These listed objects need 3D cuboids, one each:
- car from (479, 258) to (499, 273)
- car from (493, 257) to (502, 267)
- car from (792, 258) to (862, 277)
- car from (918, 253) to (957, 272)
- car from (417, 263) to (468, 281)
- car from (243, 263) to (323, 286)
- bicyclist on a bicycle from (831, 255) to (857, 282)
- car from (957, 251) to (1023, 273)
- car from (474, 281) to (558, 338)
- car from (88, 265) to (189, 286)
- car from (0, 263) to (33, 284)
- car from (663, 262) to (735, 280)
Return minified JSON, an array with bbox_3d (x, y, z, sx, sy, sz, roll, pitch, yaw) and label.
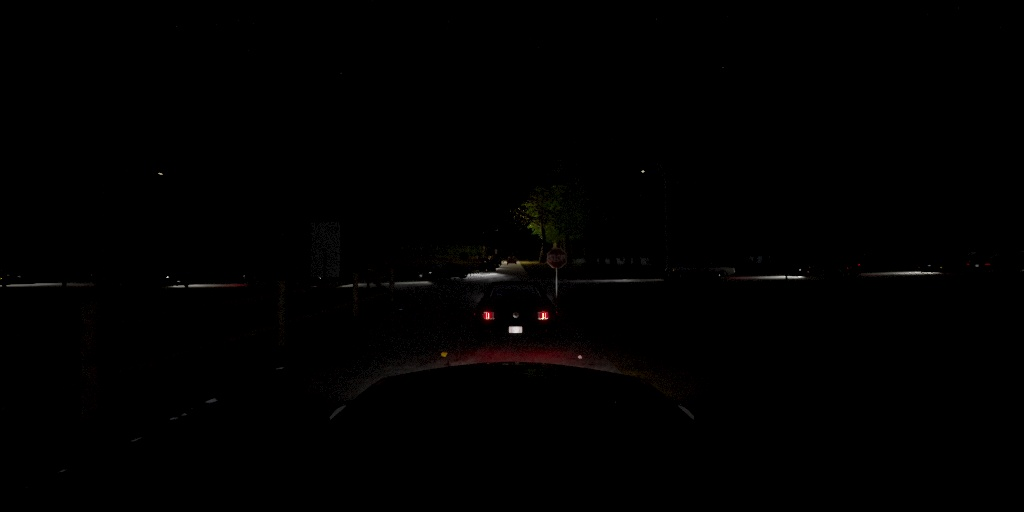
[{"bbox_3d":[-2.928,1.291,43.488,1.895,1.301,4.718,0,0,0],"label":"car"},{"bbox_3d":[-2.932,1.138,56.844,2.033,1.411,5.357,0,1,1],"label":"car"},{"bbox_3d":[24.083,0.827,27.506,4.181,1.385,1.994,-2,-1,0],"label":"car"},{"bbox_3d":[34.027,0.477,27.562,4.181,1.385,1.994,-2,-1,-1],"label":"car"},{"bbox_3d":[-5.660,1.276,29.804,1.812,1.442,4.674,0,0,38],"label":"car"},{"bbox_3d":[-15.416,1.252,24.322,4.892,1.490,1.837,0,-1,1],"label":"car"},{"bbox_3d":[19.855,0.746,21.505,0.582,1.620,1.656,-1,-1,0],"label":"bicyclist on a bicycle"},{"bbox_3d":[34.202,0.376,24.621,4.674,1.442,1.812,-2,-1,0],"label":"car"},{"bbox_3d":[0.082,1.352,10.187,1.895,1.301,4.718,0,0,0],"label":"car"},{"bbox_3d":[-25.228,1.292,24.317,5.357,1.411,2.033,0,-1,0],"label":"car"},{"bbox_3d":[-35.740,1.160,24.276,4.892,1.490,1.837,0,-1,0],"label":"car"},{"bbox_3d":[14.194,1.122,27.459,4.718,1.301,1.895,-1,-1,0],"label":"car"}]
